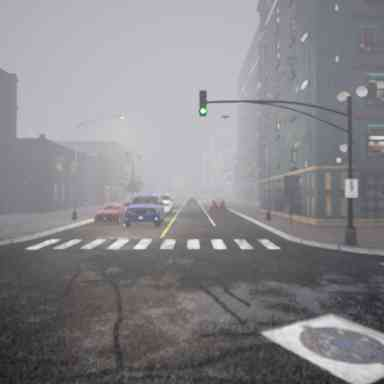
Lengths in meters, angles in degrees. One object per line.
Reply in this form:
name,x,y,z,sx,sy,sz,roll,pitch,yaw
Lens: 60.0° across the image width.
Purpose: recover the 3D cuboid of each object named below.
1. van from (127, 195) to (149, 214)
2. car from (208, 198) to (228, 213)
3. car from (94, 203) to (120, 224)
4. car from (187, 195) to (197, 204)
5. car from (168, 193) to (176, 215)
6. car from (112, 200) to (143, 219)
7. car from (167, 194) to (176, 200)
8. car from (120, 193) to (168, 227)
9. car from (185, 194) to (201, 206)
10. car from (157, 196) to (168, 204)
van,-5.668,1.286,35.576,1.690,1.788,3.998,1,0,0
car,2.710,1.385,35.636,1.967,1.590,4.097,1,0,0
car,-5.750,1.507,24.207,1.887,1.381,4.507,1,0,0
car,0.007,1.410,62.301,1.837,1.490,4.892,0,0,0
car,-3.085,1.169,33.130,2.150,2.045,5.566,0,0,0
car,-5.673,1.498,29.889,1.887,1.381,4.507,1,0,0
car,-5.663,1.303,92.442,1.967,1.590,4.097,1,0,0
car,-3.086,1.186,22.764,2.150,2.045,5.566,0,0,0
car,0.007,1.445,52.293,1.812,1.442,4.674,0,0,0
car,-5.669,1.485,64.009,1.802,1.307,4.206,1,0,0
